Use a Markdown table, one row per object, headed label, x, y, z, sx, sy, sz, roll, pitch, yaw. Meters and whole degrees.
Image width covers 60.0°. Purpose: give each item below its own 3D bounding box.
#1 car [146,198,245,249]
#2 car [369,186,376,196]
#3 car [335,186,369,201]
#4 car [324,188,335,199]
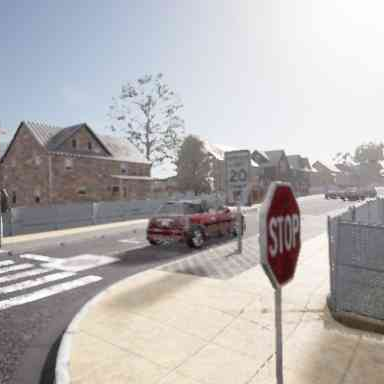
| label | x | y | z | sx | sy | sz | roll | pitch | yaw |
| --- | --- | --- | --- | --- | --- | --- | --- | --- | --- |
| car | 0.305 | 1.041 | 13.234 | 2.097 | 1.767 | 4.553 | -2 | 1 | 36 |
| car | 24.403 | -0.118 | 46.549 | 2.033 | 1.411 | 5.357 | -2 | 1 | 36 |
| car | 18.505 | 0.203 | 38.301 | 2.033 | 1.411 | 5.357 | -2 | 1 | 36 |
| car | 18.760 | 0.162 | 43.435 | 1.994 | 1.385 | 4.181 | -2 | 1 | 36 |
